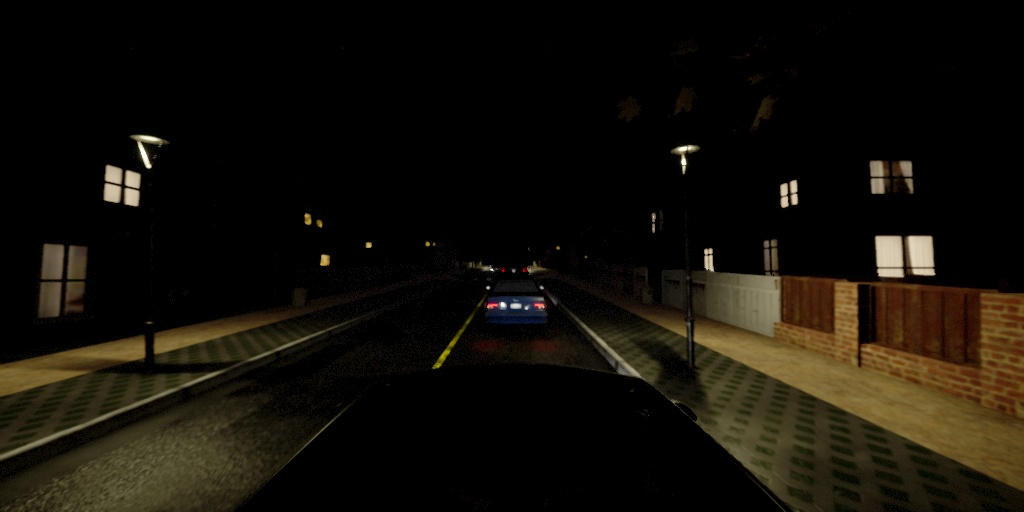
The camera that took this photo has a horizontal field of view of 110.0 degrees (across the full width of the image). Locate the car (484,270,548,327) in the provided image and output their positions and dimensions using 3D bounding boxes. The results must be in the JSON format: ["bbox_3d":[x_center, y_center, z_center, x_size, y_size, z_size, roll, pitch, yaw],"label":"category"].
[{"bbox_3d":[0.101,1.347,11.729,2.033,1.411,5.357,0,0,0],"label":"car"}]

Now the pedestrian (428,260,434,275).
[{"bbox_3d":[-9.813,1.356,43.268,0.375,1.860,0.375,0,-3,-1],"label":"pedestrian"}]

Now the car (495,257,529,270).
[{"bbox_3d":[0.078,1.107,26.784,2.150,2.045,5.566,0,0,-1],"label":"car"}]
